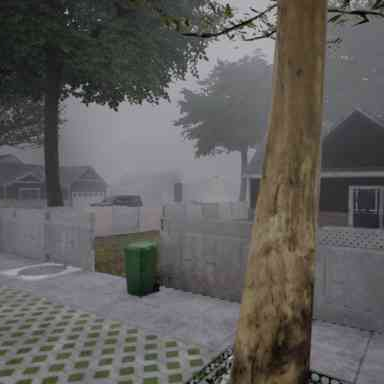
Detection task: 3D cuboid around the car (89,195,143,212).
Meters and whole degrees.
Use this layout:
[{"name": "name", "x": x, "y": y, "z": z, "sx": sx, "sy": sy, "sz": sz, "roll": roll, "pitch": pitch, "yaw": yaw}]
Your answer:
[{"name": "car", "x": -6.780, "y": 1.290, "z": 30.017, "sx": 2.150, "sy": 2.045, "sz": 5.566, "roll": 1, "pitch": 0, "yaw": 35}]

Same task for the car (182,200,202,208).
[{"name": "car", "x": -0.061, "y": 1.676, "z": 39.717, "sx": 1.994, "sy": 1.385, "sz": 4.181, "roll": 1, "pitch": 0, "yaw": 34}]
